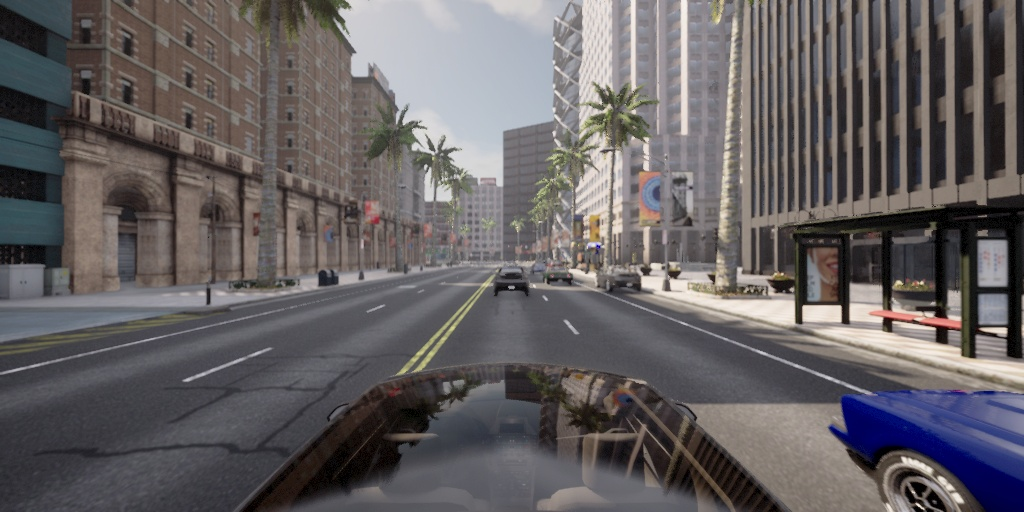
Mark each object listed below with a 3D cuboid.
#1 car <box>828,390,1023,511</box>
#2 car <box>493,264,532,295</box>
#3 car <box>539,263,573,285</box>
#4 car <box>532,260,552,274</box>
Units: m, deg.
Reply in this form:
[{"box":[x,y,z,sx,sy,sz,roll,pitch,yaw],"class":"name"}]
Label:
[{"box":[3.704,1.346,0.920,1.895,1.301,4.718,0,0,-1],"class":"car"},{"box":[-0.039,1.341,20.509,1.837,1.490,4.892,0,0,0],"class":"car"},{"box":[3.410,1.469,27.698,1.895,1.301,4.718,0,0,0],"class":"car"},{"box":[3.283,1.491,43.980,2.033,1.411,5.357,0,0,0],"class":"car"}]
